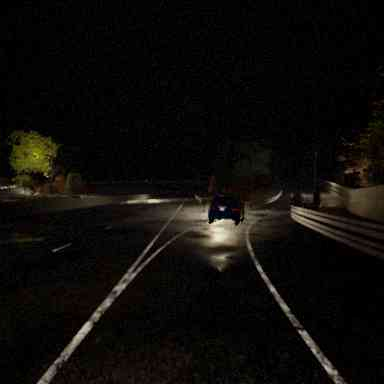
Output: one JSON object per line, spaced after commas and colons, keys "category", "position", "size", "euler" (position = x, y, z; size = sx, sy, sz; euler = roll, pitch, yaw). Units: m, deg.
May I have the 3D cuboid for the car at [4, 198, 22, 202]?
{"category": "car", "position": [-28.033, 1.605, 53.153], "size": [1.895, 1.301, 4.718], "euler": [0, 0, 1]}

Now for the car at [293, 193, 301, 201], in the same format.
{"category": "car", "position": [26.309, 1.218, 82.915], "size": [1.837, 1.490, 4.892], "euler": [0, 4, 19]}

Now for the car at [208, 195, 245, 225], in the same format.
{"category": "car", "position": [2.694, 1.288, 24.947], "size": [2.150, 2.045, 5.566], "euler": [2, 0, 14]}

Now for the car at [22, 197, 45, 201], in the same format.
{"category": "car", "position": [-24.547, 1.496, 53.422], "size": [2.128, 1.511, 4.902], "euler": [0, 0, 1]}

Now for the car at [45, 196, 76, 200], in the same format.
{"category": "car", "position": [-21.040, 1.552, 53.401], "size": [2.033, 1.411, 5.357], "euler": [0, 0, 1]}

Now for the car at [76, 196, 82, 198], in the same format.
{"category": "car", "position": [-24.510, 1.495, 69.548], "size": [1.882, 1.535, 5.008], "euler": [0, 0, 0]}

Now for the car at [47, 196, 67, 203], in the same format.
{"category": "car", "position": [-28.010, 1.557, 69.329], "size": [2.033, 1.411, 5.357], "euler": [0, 0, 0]}

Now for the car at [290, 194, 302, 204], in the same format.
{"category": "car", "position": [22.828, 1.816, 73.471], "size": [1.837, 1.490, 4.892], "euler": [0, 3, 20]}
